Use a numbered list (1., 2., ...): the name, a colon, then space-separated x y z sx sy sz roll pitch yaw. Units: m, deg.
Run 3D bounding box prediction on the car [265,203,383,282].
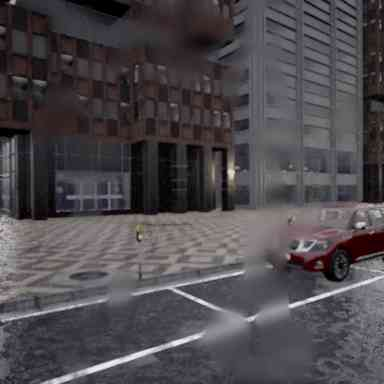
1. car: 4.387 1.283 9.811 5.009 1.841 2.192 0 0 -36
